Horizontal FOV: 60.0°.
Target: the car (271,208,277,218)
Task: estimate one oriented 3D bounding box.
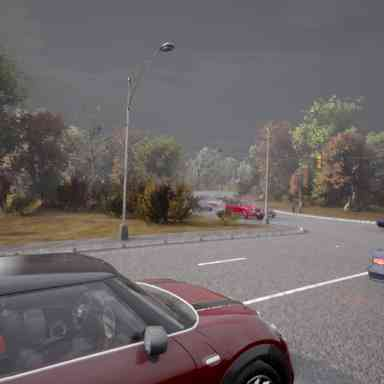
[{"bbox_3d":[7.963,2.081,39.137,2.097,1.767,4.553,3,0,-22],"label":"car"}]

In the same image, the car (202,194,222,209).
[{"bbox_3d":[2.986,1.709,54.422,2.097,1.767,4.553,2,2,-14],"label":"car"}]

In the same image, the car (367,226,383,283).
[{"bbox_3d":[6.573,1.664,8.462,5.357,1.411,2.033,2,-1,-36],"label":"car"}]

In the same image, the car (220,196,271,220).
[{"bbox_3d":[5.573,1.814,35.677,2.150,2.045,5.566,3,-1,-22],"label":"car"}]

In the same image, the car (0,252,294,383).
[{"bbox_3d":[-1.180,1.354,2.905,4.553,1.767,2.097,0,0,-36],"label":"car"}]

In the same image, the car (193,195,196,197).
[{"bbox_3d":[0.195,1.289,69.063,1.994,1.385,4.181,2,2,-9],"label":"car"}]

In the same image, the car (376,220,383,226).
[{"bbox_3d":[15.664,2.302,23.273,1.895,1.301,4.718,3,-2,-30],"label":"car"}]

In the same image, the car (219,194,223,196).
[{"bbox_3d":[7.450,1.566,69.271,1.837,1.490,4.892,2,3,-8],"label":"car"}]

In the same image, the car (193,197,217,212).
[{"bbox_3d":[1.446,1.920,46.934,1.837,1.490,4.892,3,1,-17],"label":"car"}]
